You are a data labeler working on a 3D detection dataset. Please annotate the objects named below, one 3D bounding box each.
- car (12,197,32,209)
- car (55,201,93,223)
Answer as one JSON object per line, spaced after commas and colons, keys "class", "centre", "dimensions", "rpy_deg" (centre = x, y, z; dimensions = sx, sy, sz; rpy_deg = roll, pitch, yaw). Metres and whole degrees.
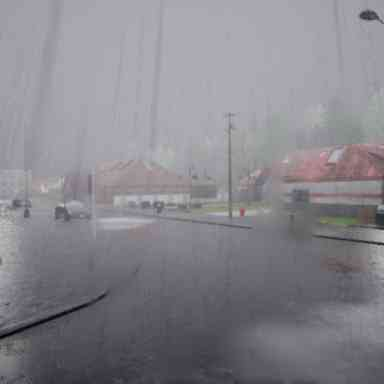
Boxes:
{"class": "car", "centre": [-22.732, 1.381, 44.377], "dimensions": [2.128, 1.511, 4.902], "rpy_deg": [-1, 1, -35]}
{"class": "car", "centre": [-8.991, 1.416, 25.019], "dimensions": [1.812, 1.442, 4.674], "rpy_deg": [-1, 1, -36]}
